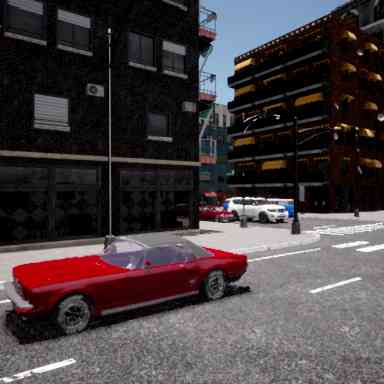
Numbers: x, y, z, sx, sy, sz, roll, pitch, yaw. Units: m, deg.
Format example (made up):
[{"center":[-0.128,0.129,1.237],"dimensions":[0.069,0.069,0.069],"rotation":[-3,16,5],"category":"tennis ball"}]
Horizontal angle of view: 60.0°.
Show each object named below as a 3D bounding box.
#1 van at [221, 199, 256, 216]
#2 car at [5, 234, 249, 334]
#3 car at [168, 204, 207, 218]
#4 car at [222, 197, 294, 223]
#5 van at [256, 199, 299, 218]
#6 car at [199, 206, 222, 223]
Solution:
[{"center":[5.244,1.676,38.088],"dimensions":[1.690,1.788,3.998],"rotation":[-1,0,-36],"category":"van"},{"center":[-1.136,1.600,6.866],"dimensions":[4.718,1.301,1.895],"rotation":[0,0,-35],"category":"car"},{"center":[-0.559,1.982,36.227],"dimensions":[1.895,1.301,4.718],"rotation":[0,-1,-36],"category":"car"},{"center":[5.389,1.471,28.115],"dimensions":[2.150,2.045,5.566],"rotation":[0,-1,-36],"category":"car"},{"center":[8.556,1.602,33.570],"dimensions":[1.690,1.788,3.998],"rotation":[-1,0,-36],"category":"van"},{"center":[1.813,1.874,28.657],"dimensions":[1.802,1.307,4.206],"rotation":[-1,0,-36],"category":"car"}]
